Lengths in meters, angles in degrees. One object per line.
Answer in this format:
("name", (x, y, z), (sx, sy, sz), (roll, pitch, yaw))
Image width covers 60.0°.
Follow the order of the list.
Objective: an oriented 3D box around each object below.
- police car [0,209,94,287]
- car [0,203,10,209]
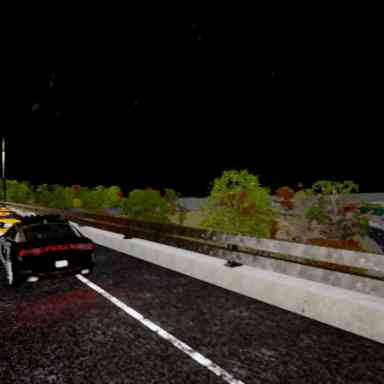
("police car", (-4.509, 1.479, 9.814), (1.930, 1.638, 5.238), (-1, 0, -35))
("car", (-10.293, 1.588, 18.068), (1.801, 1.575, 5.366), (-1, 0, -35))
